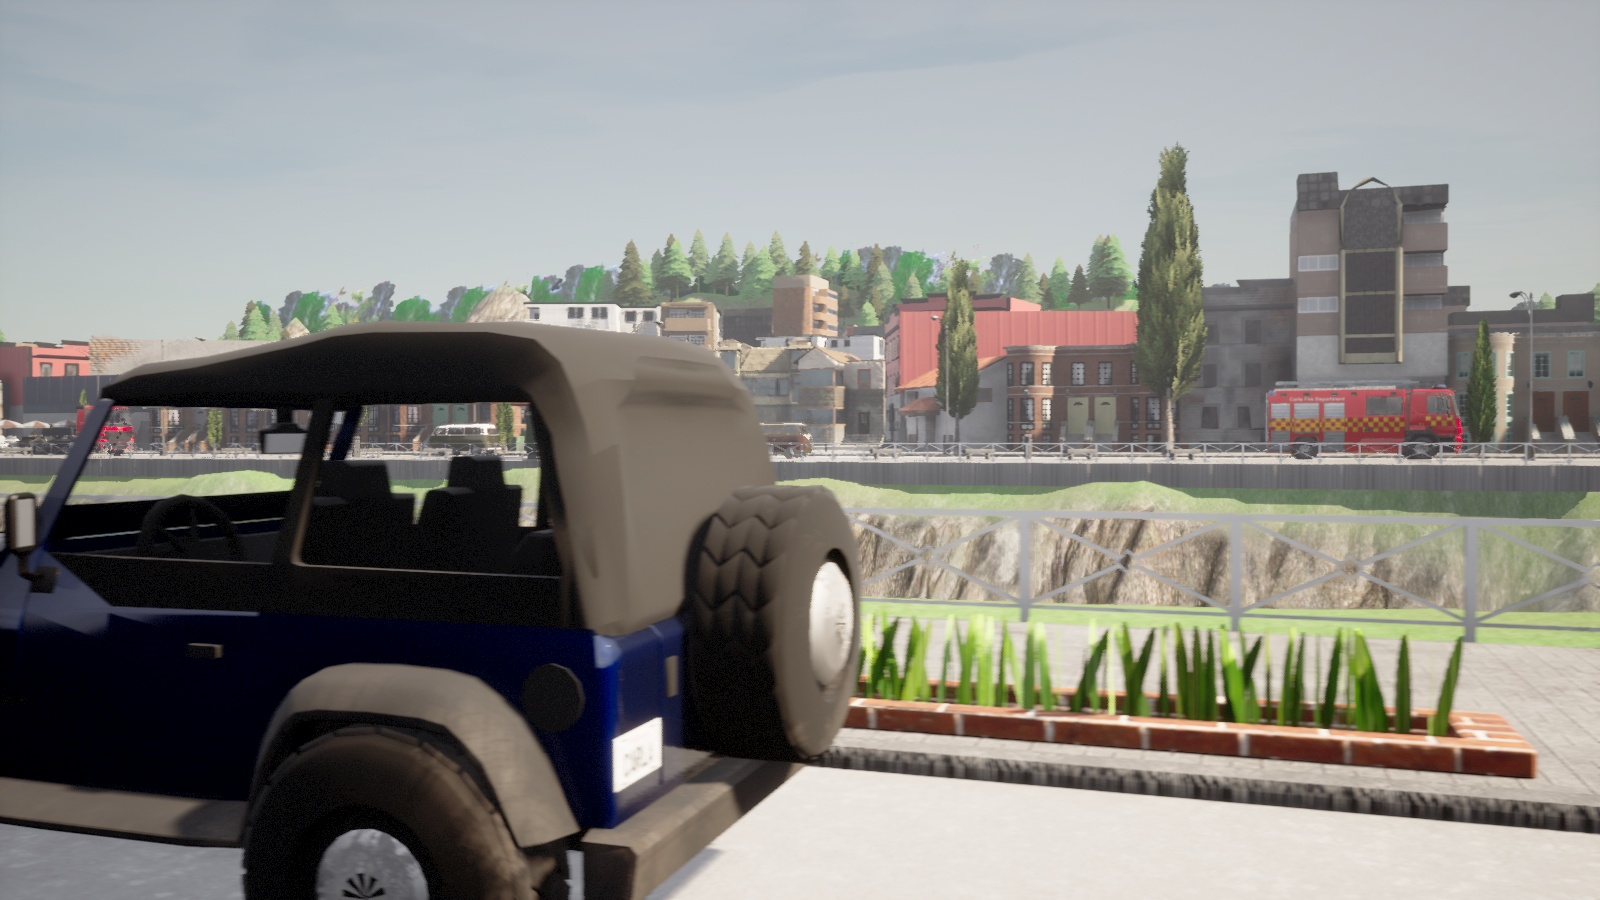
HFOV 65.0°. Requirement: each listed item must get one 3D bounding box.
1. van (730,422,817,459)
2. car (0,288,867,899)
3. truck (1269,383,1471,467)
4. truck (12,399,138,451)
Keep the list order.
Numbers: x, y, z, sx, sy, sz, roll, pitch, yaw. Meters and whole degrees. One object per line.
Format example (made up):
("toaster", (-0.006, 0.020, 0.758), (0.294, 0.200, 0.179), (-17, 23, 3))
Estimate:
("van", (-1.439, -0.536, 69.302), (4.442, 1.987, 1.775), (1, 1, 19))
("car", (-1.892, 0.546, 4.355), (3.866, 1.878, 1.905), (1, 1, 19))
("truck", (26.913, -1.194, 59.758), (8.468, 3.827, 2.891), (1, 1, 19))
("truck", (-49.310, -1.708, 85.381), (7.936, 3.462, 2.891), (1, 1, 19))
